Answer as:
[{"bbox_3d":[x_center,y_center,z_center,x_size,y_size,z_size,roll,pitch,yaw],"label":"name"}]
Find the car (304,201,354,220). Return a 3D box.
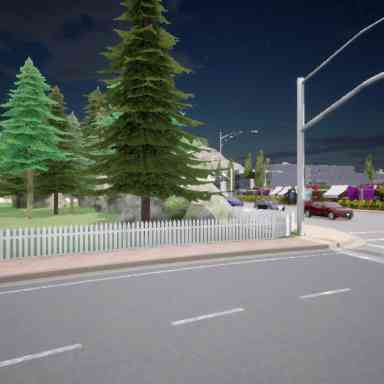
[{"bbox_3d":[11.762,1.533,28.967,1.882,1.535,5.008,0,0,-17],"label":"car"}]

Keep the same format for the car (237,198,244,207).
[{"bbox_3d":[5.924,1.533,48.538,1.882,1.535,5.008,0,0,-16],"label":"car"}]

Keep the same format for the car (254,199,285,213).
[{"bbox_3d":[8.909,1.547,38.510,2.128,1.511,4.902,0,0,-17],"label":"car"}]
